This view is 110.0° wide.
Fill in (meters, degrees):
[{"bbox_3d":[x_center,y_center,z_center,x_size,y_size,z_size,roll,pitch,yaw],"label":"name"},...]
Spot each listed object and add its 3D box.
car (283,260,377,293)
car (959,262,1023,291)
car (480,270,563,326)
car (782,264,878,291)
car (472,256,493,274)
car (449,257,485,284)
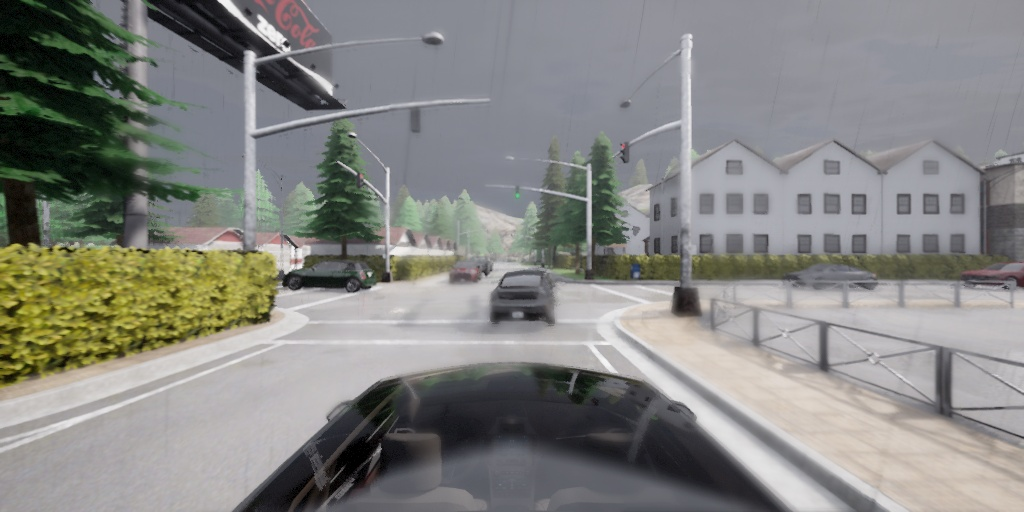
[{"bbox_3d":[-9.919,0.994,19.690,4.553,1.767,2.097,3,0,0],"label":"car"},{"bbox_3d":[27.894,1.058,19.807,5.008,1.535,1.882,0,0,0],"label":"car"},{"bbox_3d":[0.563,1.185,11.737,1.837,1.490,4.892,-1,2,10],"label":"car"},{"bbox_3d":[17.430,1.144,19.774,4.181,1.385,1.994,0,0,0],"label":"car"},{"bbox_3d":[-3.496,1.015,37.785,2.150,2.045,5.566,0,0,0],"label":"car"},{"bbox_3d":[-3.497,1.132,27.545,2.097,1.767,4.553,0,0,0],"label":"car"}]
